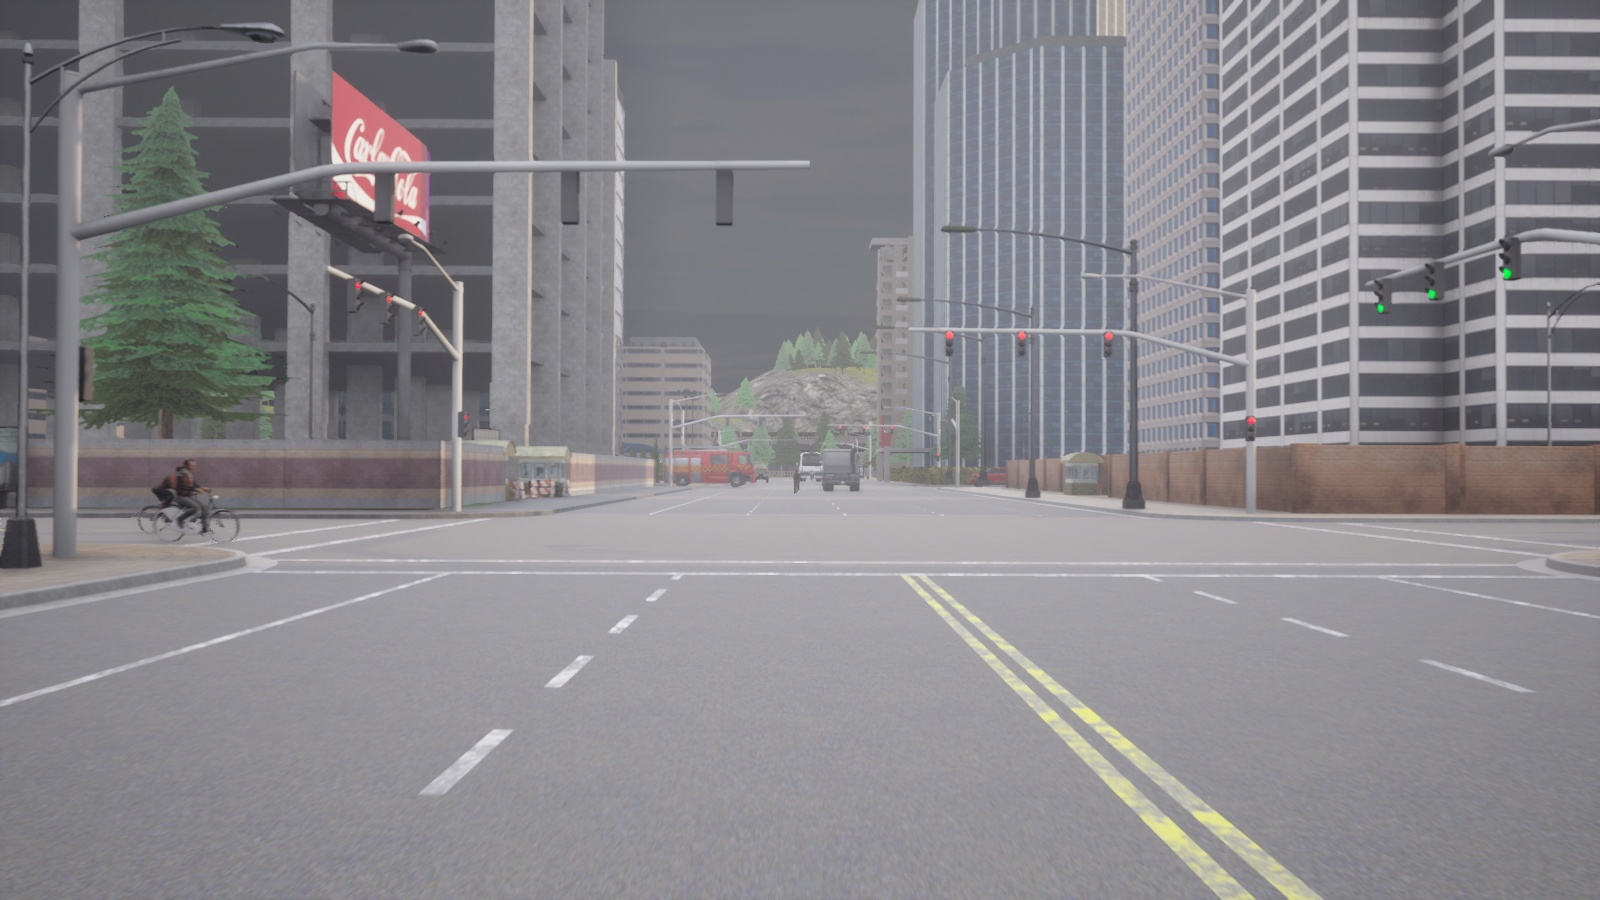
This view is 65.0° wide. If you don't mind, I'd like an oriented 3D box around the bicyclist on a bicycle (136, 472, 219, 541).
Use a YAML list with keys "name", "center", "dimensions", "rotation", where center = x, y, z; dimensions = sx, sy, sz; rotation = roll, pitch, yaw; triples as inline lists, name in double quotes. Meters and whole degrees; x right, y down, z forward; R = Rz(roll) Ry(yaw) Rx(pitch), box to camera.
- name: "bicyclist on a bicycle"
  center: [-14.785, 1.327, 29.858]
  dimensions: [1.656, 1.620, 0.582]
  rotation: [0, -1, 0]

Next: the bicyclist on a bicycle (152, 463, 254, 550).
- name: "bicyclist on a bicycle"
  center: [-12.489, 1.176, 26.291]
  dimensions: [1.843, 1.776, 0.659]
  rotation: [0, 0, 3]
